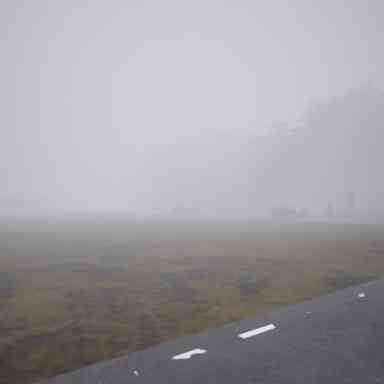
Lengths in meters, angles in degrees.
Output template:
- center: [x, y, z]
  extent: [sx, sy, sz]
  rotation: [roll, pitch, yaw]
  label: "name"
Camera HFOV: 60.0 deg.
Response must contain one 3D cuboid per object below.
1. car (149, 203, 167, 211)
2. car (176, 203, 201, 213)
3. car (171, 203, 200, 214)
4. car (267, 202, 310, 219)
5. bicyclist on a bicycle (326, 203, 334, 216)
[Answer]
- center: [-6.740, 2.958, 65.578]
  extent: [2.128, 1.511, 4.902]
  rotation: [-1, -1, -35]
  label: "car"
- center: [-0.674, 2.674, 57.123]
  extent: [1.882, 1.535, 5.008]
  rotation: [-1, -1, -35]
  label: "car"
- center: [-1.424, 2.627, 53.233]
  extent: [1.882, 1.535, 5.008]
  rotation: [-1, -1, -35]
  label: "car"
- center: [10.500, 1.997, 36.384]
  extent: [2.097, 1.767, 4.553]
  rotation: [-1, -1, -35]
  label: "car"
- center: [16.092, 2.043, 38.825]
  extent: [1.656, 1.620, 0.582]
  rotation: [0, -1, -35]
  label: "bicyclist on a bicycle"
